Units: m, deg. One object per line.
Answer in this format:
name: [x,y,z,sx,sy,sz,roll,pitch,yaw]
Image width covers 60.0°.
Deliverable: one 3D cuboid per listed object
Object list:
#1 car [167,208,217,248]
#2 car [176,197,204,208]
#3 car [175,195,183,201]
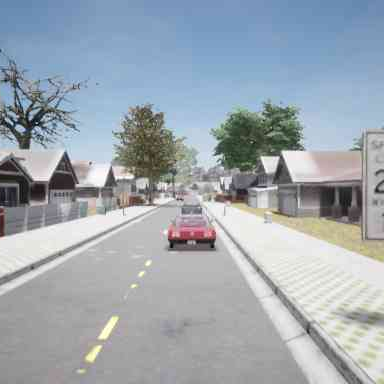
car: [0.000,1.612,14.681,1.895,1.301,4.718,0,0,0]
car: [0.001,1.482,29.651,2.128,1.511,4.902,0,0,0]
car: [-2.750,1.451,76.739,2.033,1.411,5.357,0,0,0]
